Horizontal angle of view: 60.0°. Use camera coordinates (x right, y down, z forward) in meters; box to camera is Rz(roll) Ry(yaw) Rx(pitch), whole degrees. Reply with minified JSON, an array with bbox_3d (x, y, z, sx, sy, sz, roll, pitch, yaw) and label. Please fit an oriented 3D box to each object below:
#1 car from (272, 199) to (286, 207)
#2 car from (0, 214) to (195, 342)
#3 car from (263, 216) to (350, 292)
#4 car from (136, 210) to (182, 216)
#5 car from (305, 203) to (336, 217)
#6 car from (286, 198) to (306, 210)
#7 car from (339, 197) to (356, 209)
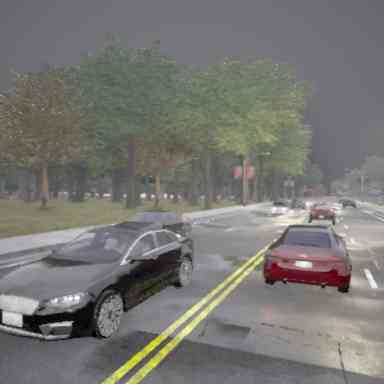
[{"bbox_3d":[13.990,1.706,52.679,1.895,1.301,4.718,1,0,23],"label":"car"},{"bbox_3d":[-1.503,1.469,6.783,2.128,1.511,4.902,1,0,22],"label":"car"},{"bbox_3d":[3.257,1.587,9.266,1.994,1.385,4.181,1,0,22],"label":"car"},{"bbox_3d":[-1.666,1.515,14.897,2.033,1.411,5.357,1,0,22],"label":"car"},{"bbox_3d":[10.092,1.603,25.797,1.812,1.442,4.674,1,0,22],"label":"car"},{"bbox_3d":[14.344,1.616,45.077,1.837,1.490,4.892,1,0,23],"label":"car"},{"bbox_3d":[23.948,1.718,50.805,1.837,1.490,4.892,1,0,22],"label":"car"}]
